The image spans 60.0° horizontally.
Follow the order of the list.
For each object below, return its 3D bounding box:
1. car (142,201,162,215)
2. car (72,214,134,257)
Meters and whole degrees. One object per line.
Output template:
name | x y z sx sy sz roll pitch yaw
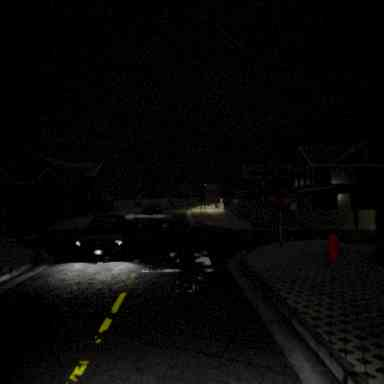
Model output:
car | -4.684 1.819 39.140 1.882 1.535 5.008 0 0 0
car | -3.409 1.651 13.752 2.033 1.411 5.357 0 0 -6
